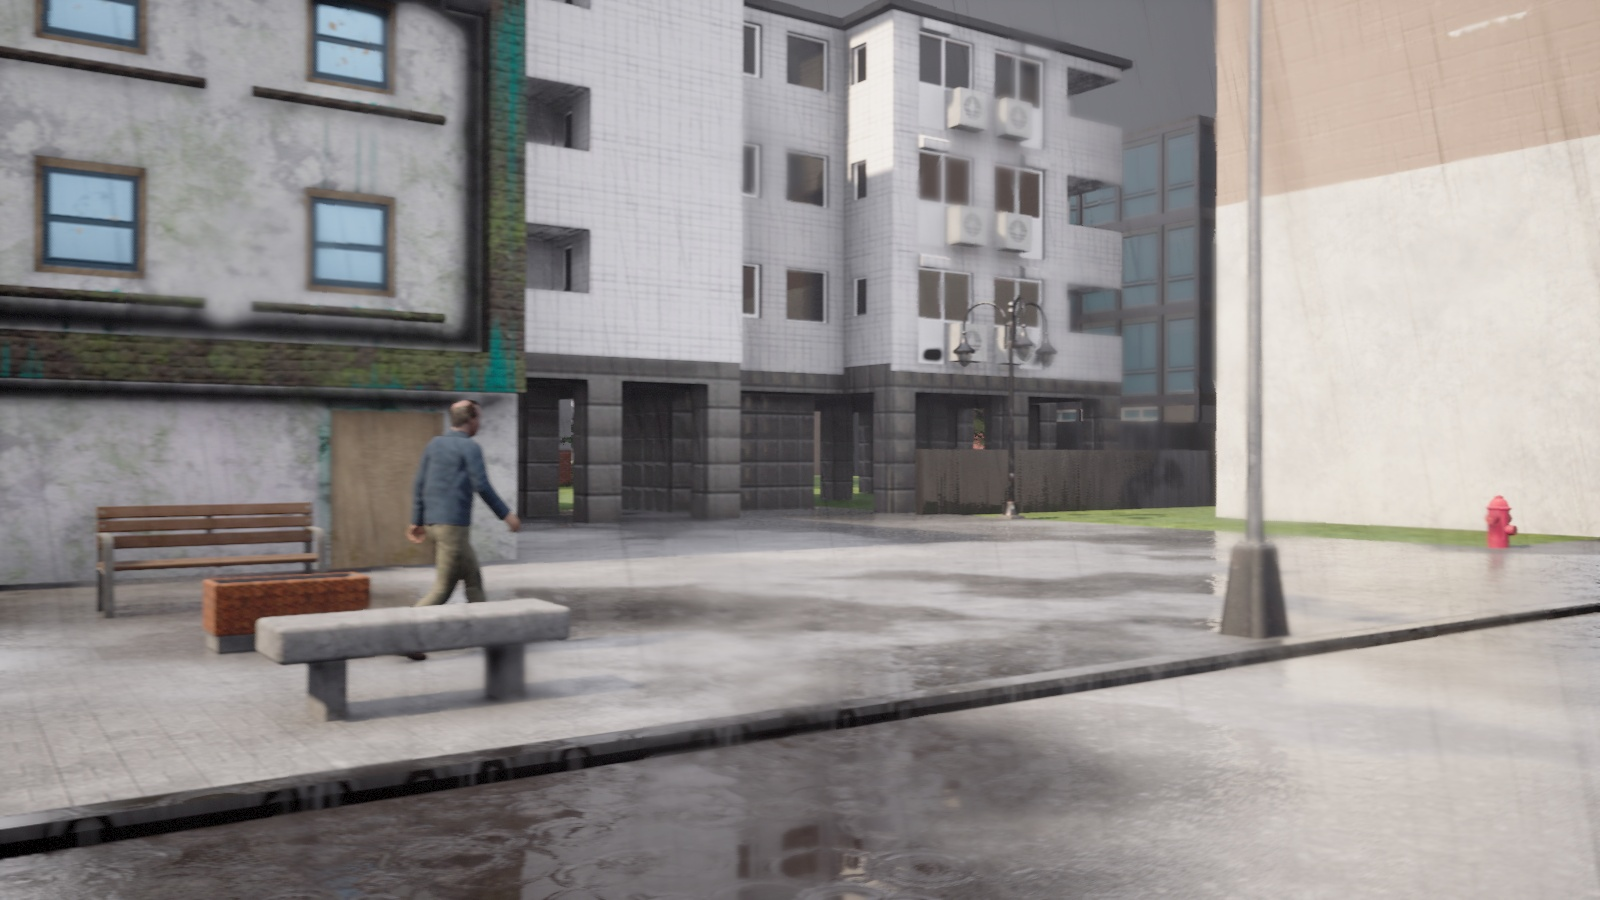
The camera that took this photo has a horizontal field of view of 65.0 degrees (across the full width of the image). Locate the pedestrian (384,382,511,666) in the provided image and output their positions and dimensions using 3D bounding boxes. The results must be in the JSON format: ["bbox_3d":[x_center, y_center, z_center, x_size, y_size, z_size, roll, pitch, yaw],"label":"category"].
[{"bbox_3d":[-2.393,0.481,8.555,0.726,1.842,0.402,0,0,-45],"label":"pedestrian"}]
